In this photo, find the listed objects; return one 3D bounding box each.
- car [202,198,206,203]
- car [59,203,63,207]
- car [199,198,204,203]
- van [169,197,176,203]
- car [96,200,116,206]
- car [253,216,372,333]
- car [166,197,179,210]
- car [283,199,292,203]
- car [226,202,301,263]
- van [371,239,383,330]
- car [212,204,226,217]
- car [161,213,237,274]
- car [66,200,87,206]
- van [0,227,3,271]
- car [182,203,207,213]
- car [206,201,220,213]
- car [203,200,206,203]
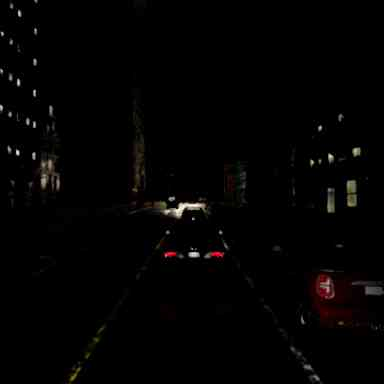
[{"bbox_3d":[2.855,2.076,50.703,1.802,1.307,4.206,1,-1,0],"label":"car"},{"bbox_3d":[-28.583,2.357,66.957,4.829,1.417,1.752,-1,-1,1],"label":"car"},{"bbox_3d":[2.757,2.288,88.665,1.967,1.590,4.097,1,-1,0],"label":"car"},{"bbox_3d":[-5.618,2.240,94.306,1.690,1.788,3.998,1,-1,0],"label":"van"},{"bbox_3d":[-17.387,2.305,66.842,4.206,1.307,1.802,-1,-1,1],"label":"car"},{"bbox_3d":[2.707,1.511,6.888,1.967,1.590,4.097,1,-1,0],"label":"car"},{"bbox_3d":[-3.027,1.984,52.069,1.882,1.535,5.008,0,-1,0],"label":"car"},{"bbox_3d":[20.722,1.883,66.458,4.829,1.417,1.752,-1,-1,1],"label":"car"},{"bbox_3d":[2.713,1.440,12.367,2.192,1.841,5.009,1,-1,0],"label":"car"},{"bbox_3d":[2.706,1.357,1.412,1.690,1.788,3.998,1,-1,0],"label":"van"},{"bbox_3d":[2.715,1.797,23.319,1.947,1.339,4.313,1,-1,0],"label":"car"},{"bbox_3d":[0.068,1.658,10.941,2.033,1.411,5.357,0,-1,0],"label":"car"},{"bbox_3d":[-23.071,2.218,66.902,4.097,1.590,1.967,-1,-1,1],"label":"car"},{"bbox_3d":[-5.671,1.411,6.891,1.690,1.788,3.998,1,-1,0],"label":"van"},{"bbox_3d":[0.097,1.889,29.158,1.895,1.301,4.718,0,-1,0],"label":"car"},{"bbox_3d":[2.722,1.903,34.274,1.947,1.339,4.313,1,-1,0],"label":"car"},{"bbox_3d":[2.725,1.940,39.751,2.008,1.369,4.403,1,-1,0],"label":"car"}]
